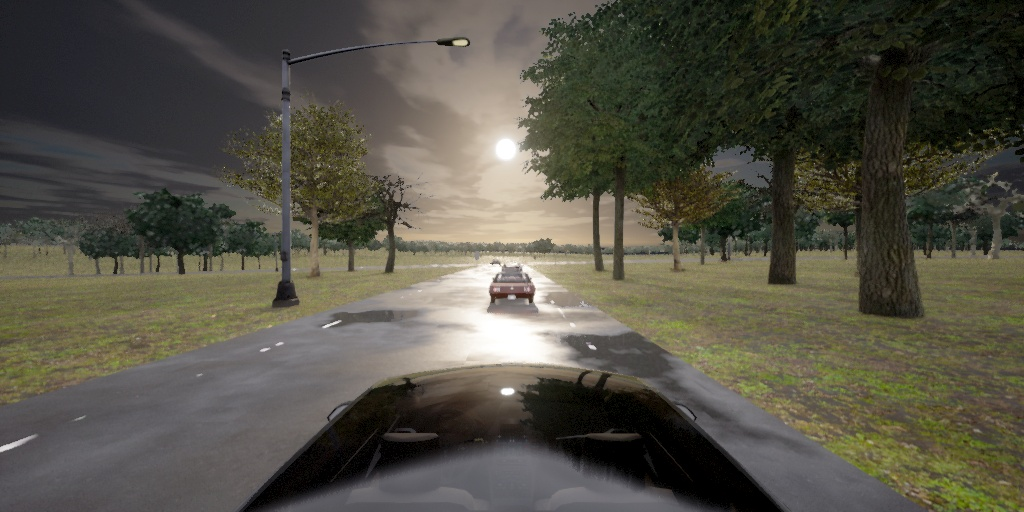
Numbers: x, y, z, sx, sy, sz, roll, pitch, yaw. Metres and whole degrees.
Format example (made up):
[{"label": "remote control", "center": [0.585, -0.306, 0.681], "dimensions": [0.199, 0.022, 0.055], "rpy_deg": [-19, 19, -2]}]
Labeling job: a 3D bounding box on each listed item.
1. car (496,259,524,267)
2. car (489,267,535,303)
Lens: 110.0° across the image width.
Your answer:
[{"label": "car", "center": [0.001, 1.245, 31.511], "dimensions": [2.128, 1.511, 4.902], "rpy_deg": [0, 0, 0]}, {"label": "car", "center": [0.001, 1.361, 16.536], "dimensions": [1.895, 1.301, 4.718], "rpy_deg": [0, 0, 0]}]
